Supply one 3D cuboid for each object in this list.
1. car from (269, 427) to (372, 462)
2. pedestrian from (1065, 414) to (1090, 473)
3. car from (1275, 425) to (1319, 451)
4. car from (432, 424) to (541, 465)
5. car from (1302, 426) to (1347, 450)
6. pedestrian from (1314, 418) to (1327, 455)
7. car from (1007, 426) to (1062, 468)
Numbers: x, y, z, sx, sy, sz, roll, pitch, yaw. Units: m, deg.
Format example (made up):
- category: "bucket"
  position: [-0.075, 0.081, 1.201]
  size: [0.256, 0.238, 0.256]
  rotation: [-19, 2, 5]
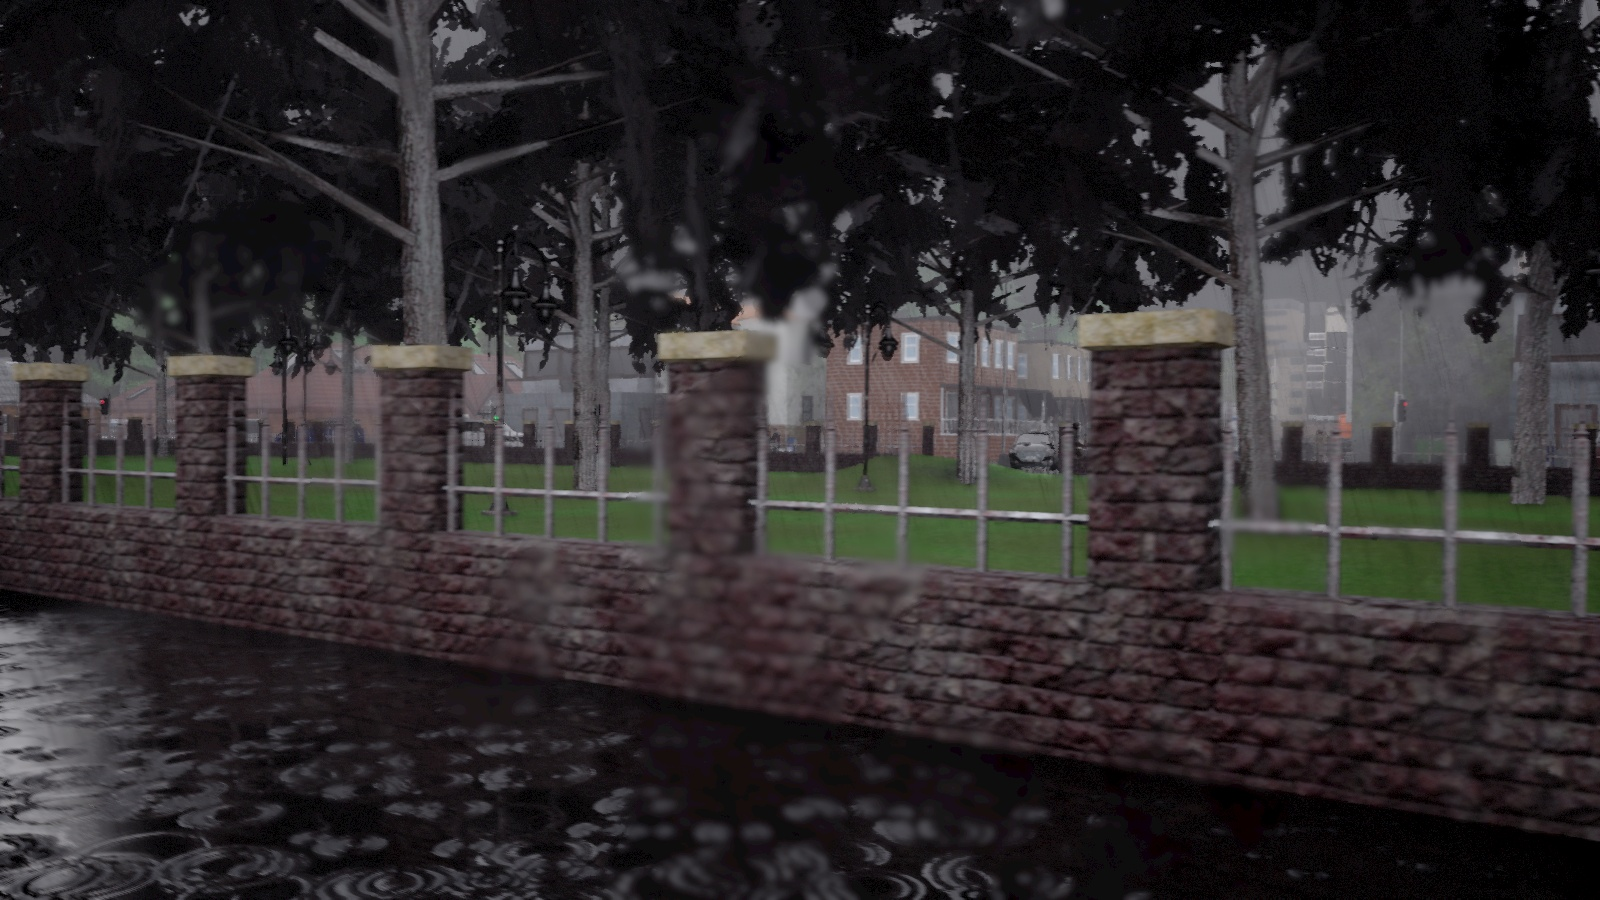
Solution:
- category: "car"
  position: [-29.110, -0.327, 76.301]
  size: [5.566, 2.045, 2.150]
  rotation: [0, 1, 12]
- category: "pedestrian"
  position: [9.146, -0.207, 41.438]
  size: [0.692, 1.930, 0.395]
  rotation: [0, 1, 34]
- category: "car"
  position: [32.161, -0.771, 81.257]
  size: [1.851, 1.617, 3.988]
  rotation: [0, 1, 34]
- category: "car"
  position: [-16.132, -0.284, 64.511]
  size: [5.566, 2.045, 2.150]
  rotation: [0, 1, 32]
- category: "car"
  position: [37.023, -0.882, 88.547]
  size: [2.033, 1.649, 4.856]
  rotation: [0, 1, 34]
- category: "pedestrian"
  position: [26.918, -0.690, 64.997]
  size: [0.396, 1.930, 0.692]
  rotation: [0, 1, 43]
- category: "car"
  position: [9.904, -0.150, 52.879]
  size: [2.033, 1.649, 4.856]
  rotation: [-1, 1, 13]
